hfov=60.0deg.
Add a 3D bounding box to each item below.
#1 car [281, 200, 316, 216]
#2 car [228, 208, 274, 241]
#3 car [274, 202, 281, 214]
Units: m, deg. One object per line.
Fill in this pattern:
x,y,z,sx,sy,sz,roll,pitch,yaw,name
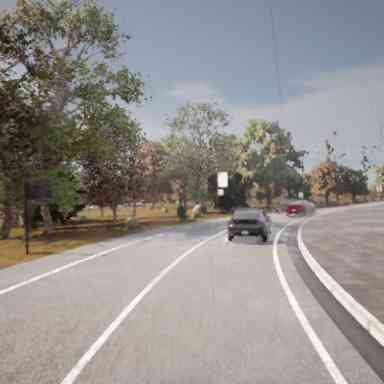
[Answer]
11.014,1.562,33.540,1.882,1.535,5.008,-4,-2,34,car
3.044,1.576,17.196,1.837,1.490,4.892,-2,-1,16,car
11.484,1.758,39.871,1.837,1.490,4.892,-5,-3,40,car
